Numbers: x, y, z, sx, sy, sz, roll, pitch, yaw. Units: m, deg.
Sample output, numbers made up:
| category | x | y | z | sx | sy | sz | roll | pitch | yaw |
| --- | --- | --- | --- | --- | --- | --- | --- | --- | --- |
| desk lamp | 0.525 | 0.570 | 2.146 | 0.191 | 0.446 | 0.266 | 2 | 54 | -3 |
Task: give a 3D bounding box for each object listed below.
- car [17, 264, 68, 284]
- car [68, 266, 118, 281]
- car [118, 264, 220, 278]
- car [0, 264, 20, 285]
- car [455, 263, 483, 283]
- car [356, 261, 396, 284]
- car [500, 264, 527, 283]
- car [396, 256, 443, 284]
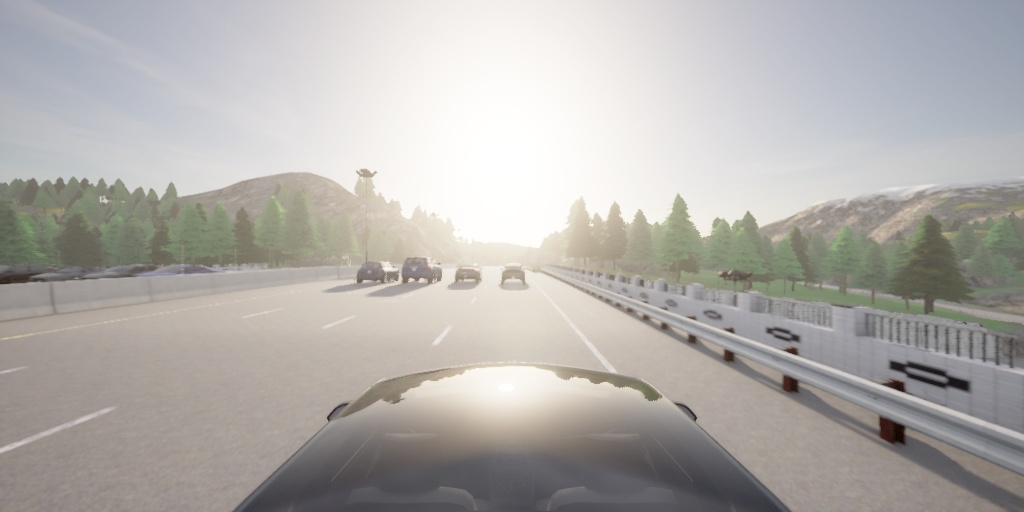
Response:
| category | x | y | z | sx | sy | sz | roll | pitch | yaw |
| --- | --- | --- | --- | --- | --- | --- | --- | --- | --- |
| car | -28.090 | 1.364 | 23.285 | 1.994 | 1.385 | 4.181 | 0 | 0 | 0 |
| car | -24.591 | 1.305 | 23.191 | 1.837 | 1.490 | 4.892 | 0 | -1 | 0 |
| car | -21.093 | 1.273 | 22.712 | 1.882 | 1.535 | 5.008 | 0 | 0 | 0 |
| car | -31.591 | 1.273 | 22.642 | 1.882 | 1.535 | 5.008 | 0 | -1 | 0 |
| car | -3.403 | 1.338 | 28.784 | 2.128 | 1.511 | 4.902 | 0 | -1 | 0 |
| car | -10.403 | 1.193 | 28.270 | 2.097 | 1.767 | 4.553 | 0 | -1 | 0 |
| car | 0.097 | 1.347 | 28.437 | 1.837 | 1.490 | 4.892 | 0 | -1 | 0 |
| car | -6.902 | 1.059 | 27.908 | 2.150 | 2.045 | 5.566 | 0 | -1 | 0 |
